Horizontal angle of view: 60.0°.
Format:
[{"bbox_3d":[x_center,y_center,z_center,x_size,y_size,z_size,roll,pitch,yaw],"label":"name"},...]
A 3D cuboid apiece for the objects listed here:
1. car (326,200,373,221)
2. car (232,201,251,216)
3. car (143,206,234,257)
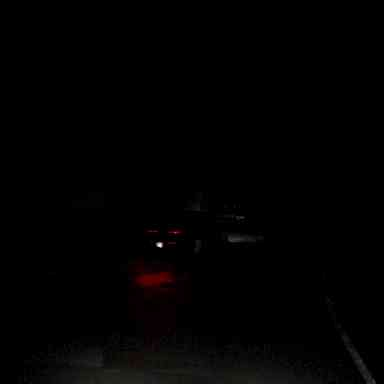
[{"bbox_3d":[13.320,1.449,28.031,4.553,1.767,2.097,0,0,-37],"label":"car"},{"bbox_3d":[6.743,1.583,32.210,5.357,1.411,2.033,0,0,-38],"label":"car"},{"bbox_3d":[-0.069,1.494,13.183,1.837,1.490,4.892,0,0,24],"label":"car"}]
